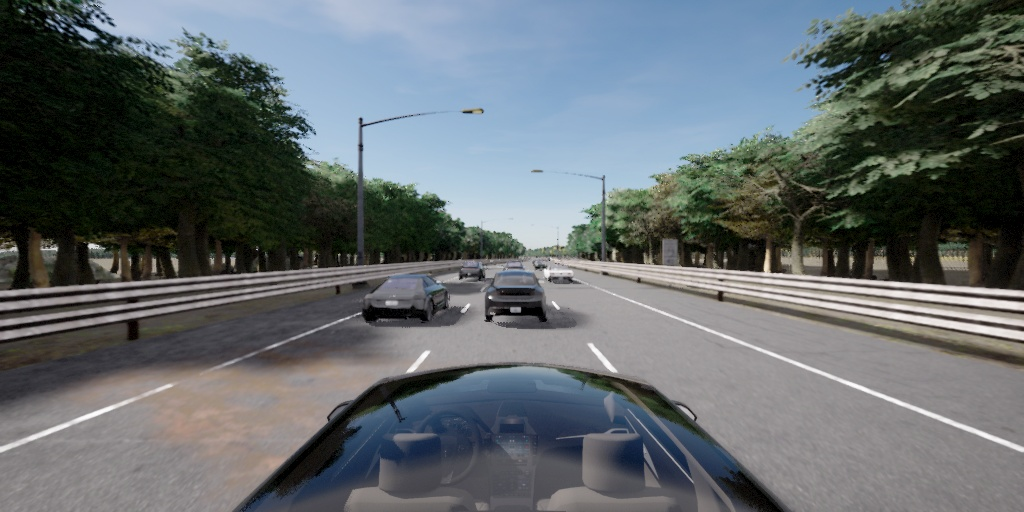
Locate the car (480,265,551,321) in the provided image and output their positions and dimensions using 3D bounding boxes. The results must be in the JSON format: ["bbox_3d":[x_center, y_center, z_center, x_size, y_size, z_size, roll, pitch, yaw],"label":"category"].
[{"bbox_3d":[0.102,1.236,12.332,1.837,1.490,4.892,0,0,0],"label":"car"}]

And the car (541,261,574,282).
[{"bbox_3d":[3.583,1.325,28.297,1.895,1.301,4.718,0,0,1],"label":"car"}]

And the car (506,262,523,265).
[{"bbox_3d":[0.222,1.221,30.369,2.128,1.511,4.902,0,0,1],"label":"car"}]

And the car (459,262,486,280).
[{"bbox_3d":[-3.279,1.221,30.336,2.128,1.511,4.902,0,0,1],"label":"car"}]

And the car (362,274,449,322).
[{"bbox_3d":[-3.399,1.295,12.161,1.994,1.385,4.181,0,0,0],"label":"car"}]

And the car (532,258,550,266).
[{"bbox_3d":[4.170,1.375,52.163,1.895,1.301,4.718,0,0,2],"label":"car"}]
